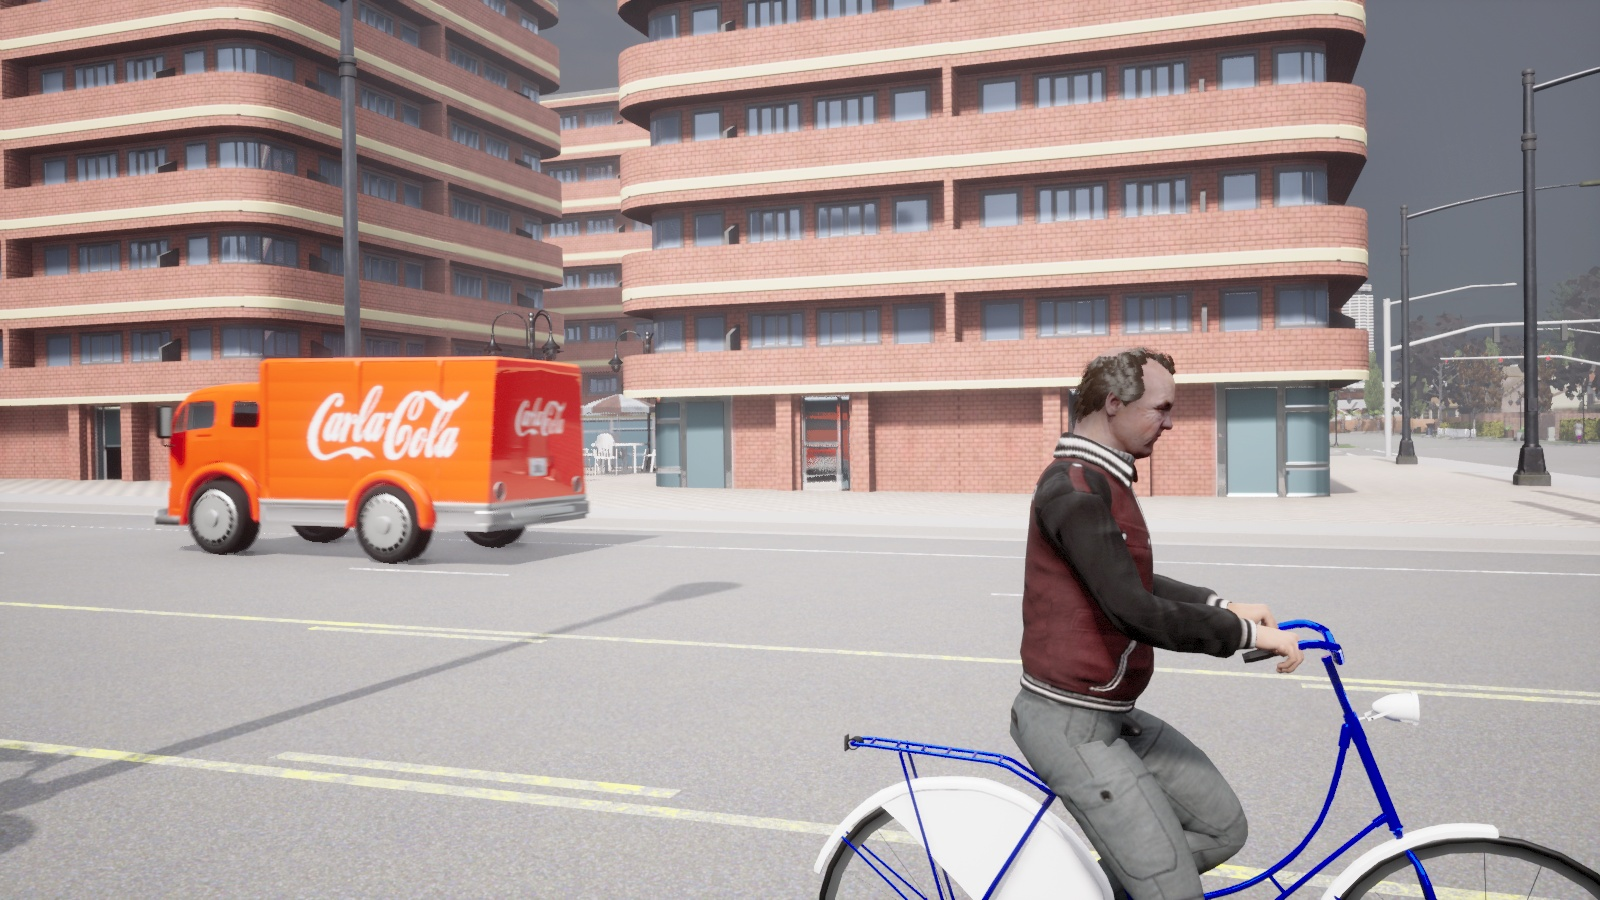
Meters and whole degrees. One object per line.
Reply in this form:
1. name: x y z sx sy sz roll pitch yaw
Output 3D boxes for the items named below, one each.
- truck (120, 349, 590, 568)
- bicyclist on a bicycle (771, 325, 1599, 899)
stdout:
1. truck: -5.675 0.040 16.222 5.204 2.467 2.627 1 1 19
2. bicyclist on a bicycle: 0.914 0.654 2.814 1.843 1.776 0.659 0 1 18
